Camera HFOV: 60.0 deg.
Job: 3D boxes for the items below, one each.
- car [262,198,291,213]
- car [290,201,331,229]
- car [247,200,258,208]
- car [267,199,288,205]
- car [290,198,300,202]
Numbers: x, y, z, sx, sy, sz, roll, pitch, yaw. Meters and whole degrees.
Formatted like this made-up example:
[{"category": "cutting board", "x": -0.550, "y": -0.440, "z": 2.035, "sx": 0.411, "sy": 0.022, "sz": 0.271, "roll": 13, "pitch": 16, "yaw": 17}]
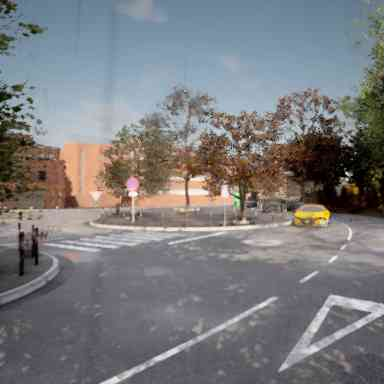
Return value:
[{"category": "car", "x": 10.180, "y": 1.842, "z": 41.298, "sx": 1.837, "sy": 1.490, "sz": 4.892, "roll": 0, "pitch": -1, "yaw": -3}, {"category": "car", "x": 8.567, "y": 1.632, "z": 23.438, "sx": 1.882, "sy": 1.535, "sz": 5.008, "roll": 0, "pitch": 0, "yaw": 29}, {"category": "car", "x": 10.585, "y": 2.140, "z": 59.462, "sx": 1.812, "sy": 1.442, "sz": 4.674, "roll": -1, "pitch": -1, "yaw": 22}, {"category": "car", "x": 21.818, "y": 2.471, "z": 84.956, "sx": 4.674, "sy": 1.452, "sz": 2.002, "roll": 0, "pitch": -1, "yaw": 34}, {"category": "car", "x": 13.546, "y": 1.888, "z": 42.313, "sx": 2.033, "sy": 1.411, "sz": 5.357, "roll": 0, "pitch": -1, "yaw": -4}]
